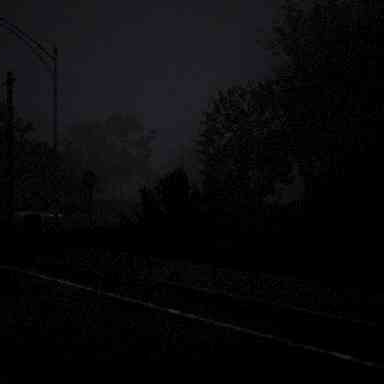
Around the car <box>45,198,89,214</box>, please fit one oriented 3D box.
[{"bbox_3d":[-13.496,1.460,36.165,1.882,1.535,5.008,0,0,32],"label":"car"}]
